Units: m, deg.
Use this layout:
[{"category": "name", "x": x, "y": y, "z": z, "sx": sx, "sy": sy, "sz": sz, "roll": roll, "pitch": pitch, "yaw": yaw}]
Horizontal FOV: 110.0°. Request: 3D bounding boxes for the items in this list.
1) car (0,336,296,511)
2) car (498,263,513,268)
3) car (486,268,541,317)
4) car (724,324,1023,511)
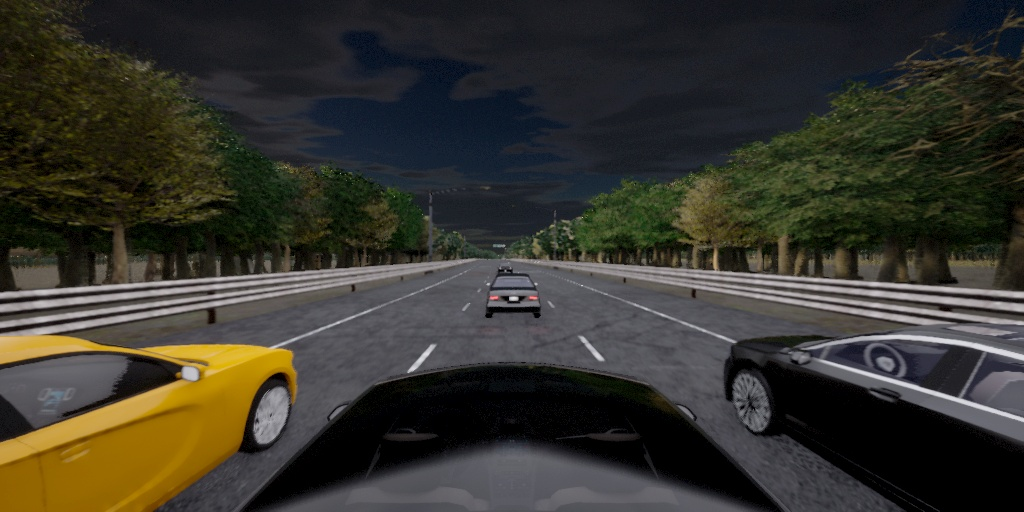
[{"category": "car", "x": -3.413, "y": 1.231, "z": 2.119, "sx": 1.882, "sy": 1.535, "sz": 5.008, "roll": 0, "pitch": 0, "yaw": 0}, {"category": "car", "x": -0.879, "y": 1.520, "z": 45.061, "sx": 1.895, "sy": 1.301, "sz": 4.718, "roll": 0, "pitch": 0, "yaw": -2}, {"category": "car", "x": 0.019, "y": 1.341, "z": 13.312, "sx": 2.033, "sy": 1.411, "sz": 5.357, "roll": 0, "pitch": 0, "yaw": -1}, {"category": "car", "x": 3.587, "y": 1.244, "z": 2.567, "sx": 2.128, "sy": 1.511, "sz": 4.902, "roll": 0, "pitch": 0, "yaw": 0}]
